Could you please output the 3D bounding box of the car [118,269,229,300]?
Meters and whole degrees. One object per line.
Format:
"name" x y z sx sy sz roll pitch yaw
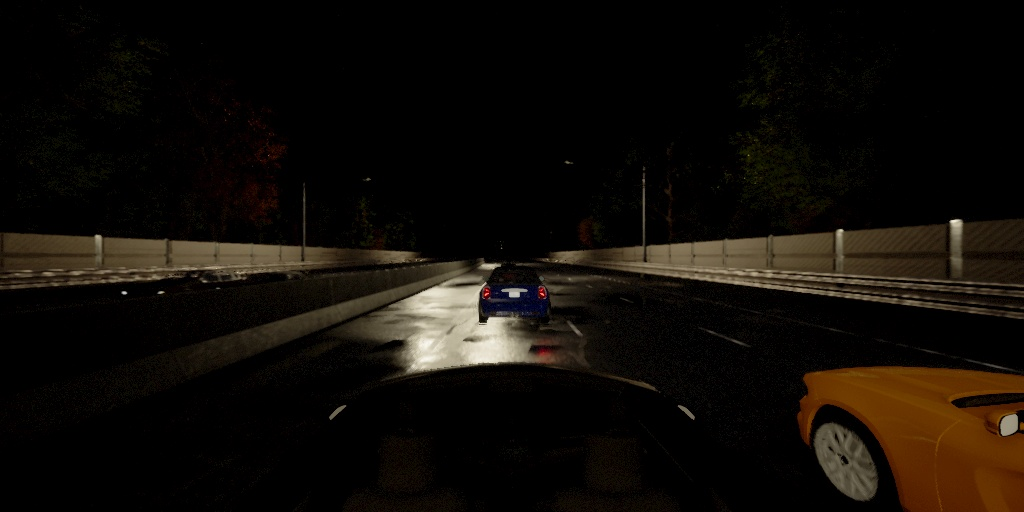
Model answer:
"car" -14.108 1.304 16.212 2.033 1.411 5.357 0 0 0

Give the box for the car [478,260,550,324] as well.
"car" 0.055 1.106 12.192 2.097 1.767 4.553 0 0 0

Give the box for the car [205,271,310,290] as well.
"car" -10.610 1.357 15.970 1.895 1.301 4.718 0 0 0

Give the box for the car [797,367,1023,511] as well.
"car" 3.592 1.227 1.275 1.882 1.535 5.008 0 0 0

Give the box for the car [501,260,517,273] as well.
"car" -0.435 1.272 44.217 1.837 1.490 4.892 0 0 -1
